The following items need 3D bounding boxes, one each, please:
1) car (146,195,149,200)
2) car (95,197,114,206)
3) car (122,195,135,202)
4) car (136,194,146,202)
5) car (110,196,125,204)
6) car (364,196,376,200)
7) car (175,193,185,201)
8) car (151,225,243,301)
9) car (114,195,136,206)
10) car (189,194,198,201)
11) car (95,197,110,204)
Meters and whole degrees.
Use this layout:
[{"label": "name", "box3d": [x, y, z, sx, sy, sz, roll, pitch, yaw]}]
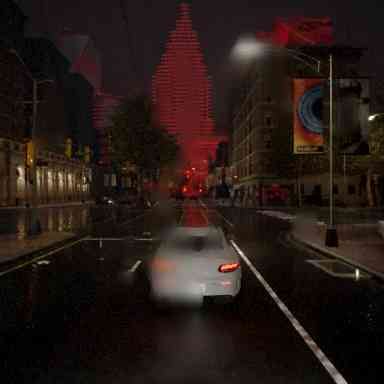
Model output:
[{"label": "car", "box3d": [-11.163, 1.355, 76.815, 2.097, 1.767, 4.553, 0, 0, 0]}, {"label": "car", "box3d": [-14.834, 1.547, 56.846, 2.033, 1.411, 5.357, 0, 0, 0]}, {"label": "car", "box3d": [-14.663, 1.478, 76.799, 1.882, 1.535, 5.008, 0, 0, 0]}, {"label": "car", "box3d": [-11.227, 1.547, 66.595, 2.033, 1.411, 5.357, 0, 0, 1]}, {"label": "car", "box3d": [-14.725, 1.505, 66.385, 1.837, 1.490, 4.892, 0, 0, 1]}, {"label": "car", "box3d": [34.744, 1.481, 68.090, 2.231, 1.521, 4.892, 0, 0, 0]}, {"label": "car", "box3d": [-3.119, 1.218, 86.508, 2.150, 2.045, 5.566, 0, 0, 0]}, {"label": "car", "box3d": [0.112, 1.526, 8.182, 1.812, 1.442, 4.674, 0, 0, 1]}, {"label": "car", "box3d": [-11.336, 1.478, 56.782, 1.882, 1.535, 5.008, 0, 0, 0]}, {"label": "car", "box3d": [0.380, 1.493, 86.462, 1.837, 1.490, 4.892, 0, 0, 0]}, {"label": "car", "box3d": [-17.956, 1.595, 66.929, 1.895, 1.301, 4.718, 0, 0, 0]}]
